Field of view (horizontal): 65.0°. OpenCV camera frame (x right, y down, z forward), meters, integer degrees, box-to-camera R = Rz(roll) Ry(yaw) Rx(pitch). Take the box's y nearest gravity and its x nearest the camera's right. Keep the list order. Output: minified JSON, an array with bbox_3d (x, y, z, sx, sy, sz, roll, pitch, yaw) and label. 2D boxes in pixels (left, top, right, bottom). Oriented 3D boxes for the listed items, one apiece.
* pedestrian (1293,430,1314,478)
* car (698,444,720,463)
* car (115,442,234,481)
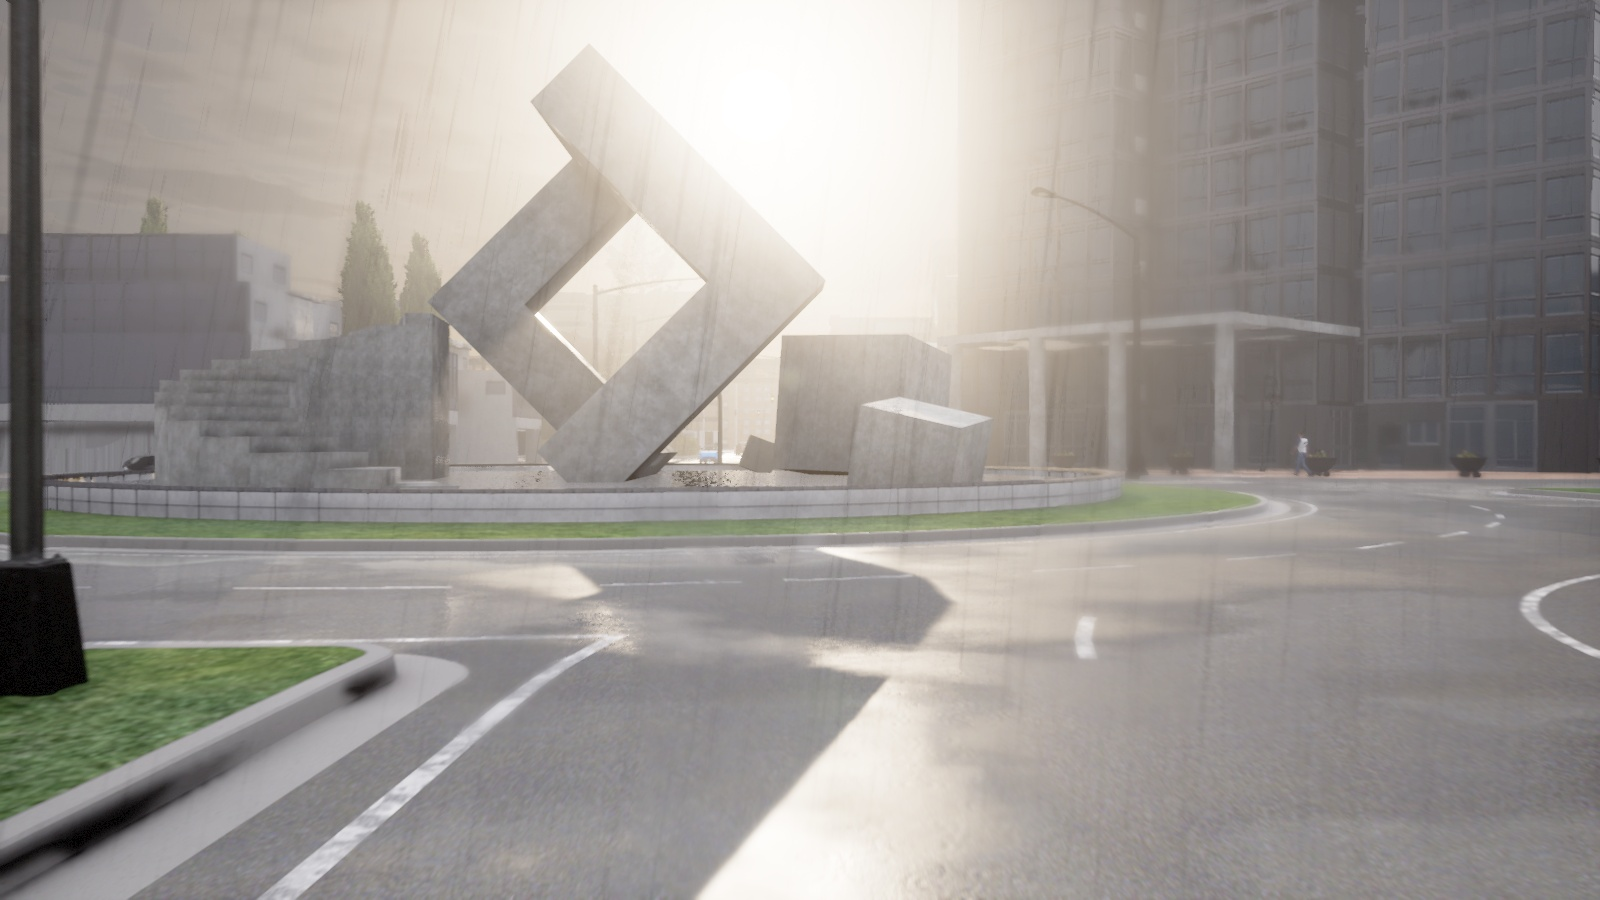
[{"bbox_3d":[19.512,0.141,48.678,0.354,1.836,0.706,0,0,-29],"label":"pedestrian"},{"bbox_3d":[-6.605,0.277,91.471,1.481,1.376,2.207,0,0,-1],"label":"car"},{"bbox_3d":[-24.315,0.414,48.870,3.806,1.475,1.970,0,0,-38],"label":"car"}]
